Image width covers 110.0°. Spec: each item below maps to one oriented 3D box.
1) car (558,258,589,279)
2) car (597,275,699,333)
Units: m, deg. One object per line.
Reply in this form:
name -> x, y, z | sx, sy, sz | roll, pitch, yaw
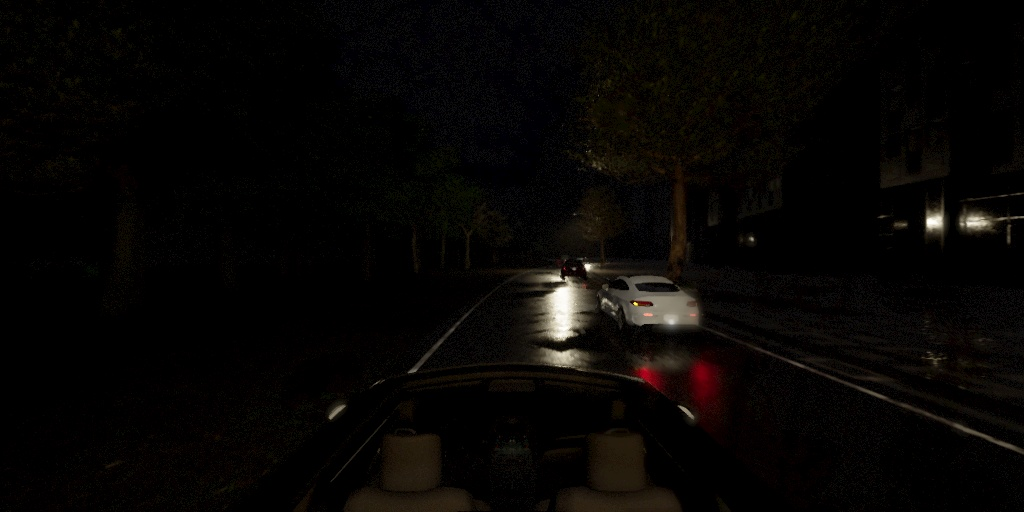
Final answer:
car -> 5.500, 1.121, 32.434 | 2.097, 1.767, 4.553 | 0, 0, 7
car -> 3.802, 1.286, 10.673 | 1.812, 1.442, 4.674 | 0, 0, 2
